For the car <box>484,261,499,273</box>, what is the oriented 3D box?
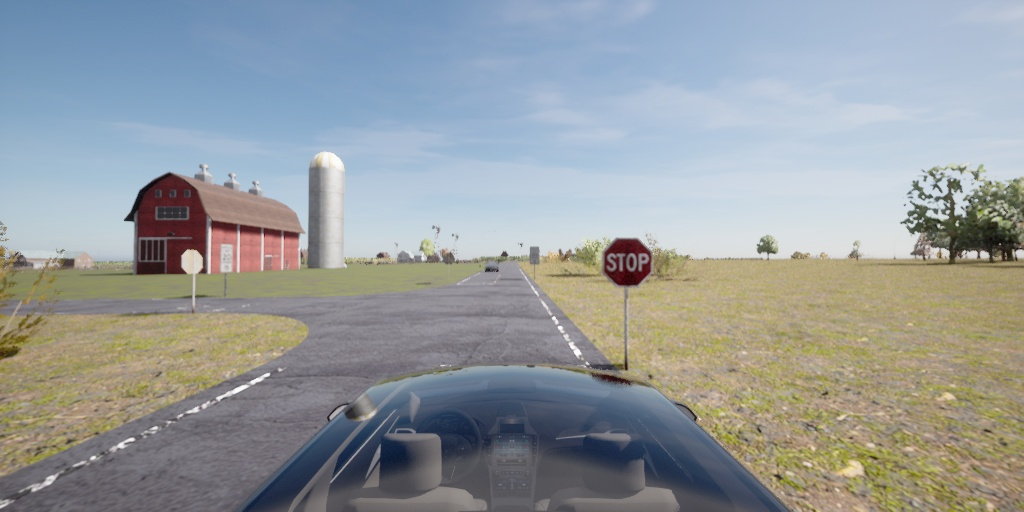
[{"bbox_3d":[-2.769,1.488,49.832,1.882,1.535,5.008,0,0,0],"label":"car"}]
